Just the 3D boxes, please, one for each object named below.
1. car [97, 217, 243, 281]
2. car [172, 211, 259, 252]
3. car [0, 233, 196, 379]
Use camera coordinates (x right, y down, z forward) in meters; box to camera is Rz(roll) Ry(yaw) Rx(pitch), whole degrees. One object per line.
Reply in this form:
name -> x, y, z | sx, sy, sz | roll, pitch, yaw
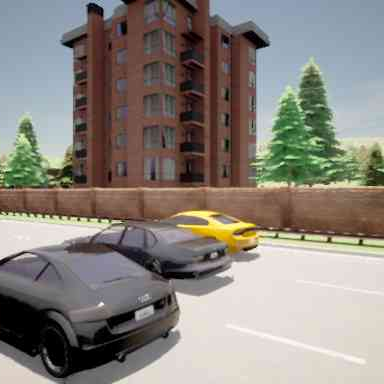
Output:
car -> -1.519, 1.537, 9.355 | 5.357, 1.411, 2.033 | 0, 0, 36
car -> 0.012, 1.466, 12.560 | 5.008, 1.535, 1.882 | 0, 0, 36
car -> -2.250, 1.557, 5.567 | 4.181, 1.385, 1.994 | 0, 0, 36
